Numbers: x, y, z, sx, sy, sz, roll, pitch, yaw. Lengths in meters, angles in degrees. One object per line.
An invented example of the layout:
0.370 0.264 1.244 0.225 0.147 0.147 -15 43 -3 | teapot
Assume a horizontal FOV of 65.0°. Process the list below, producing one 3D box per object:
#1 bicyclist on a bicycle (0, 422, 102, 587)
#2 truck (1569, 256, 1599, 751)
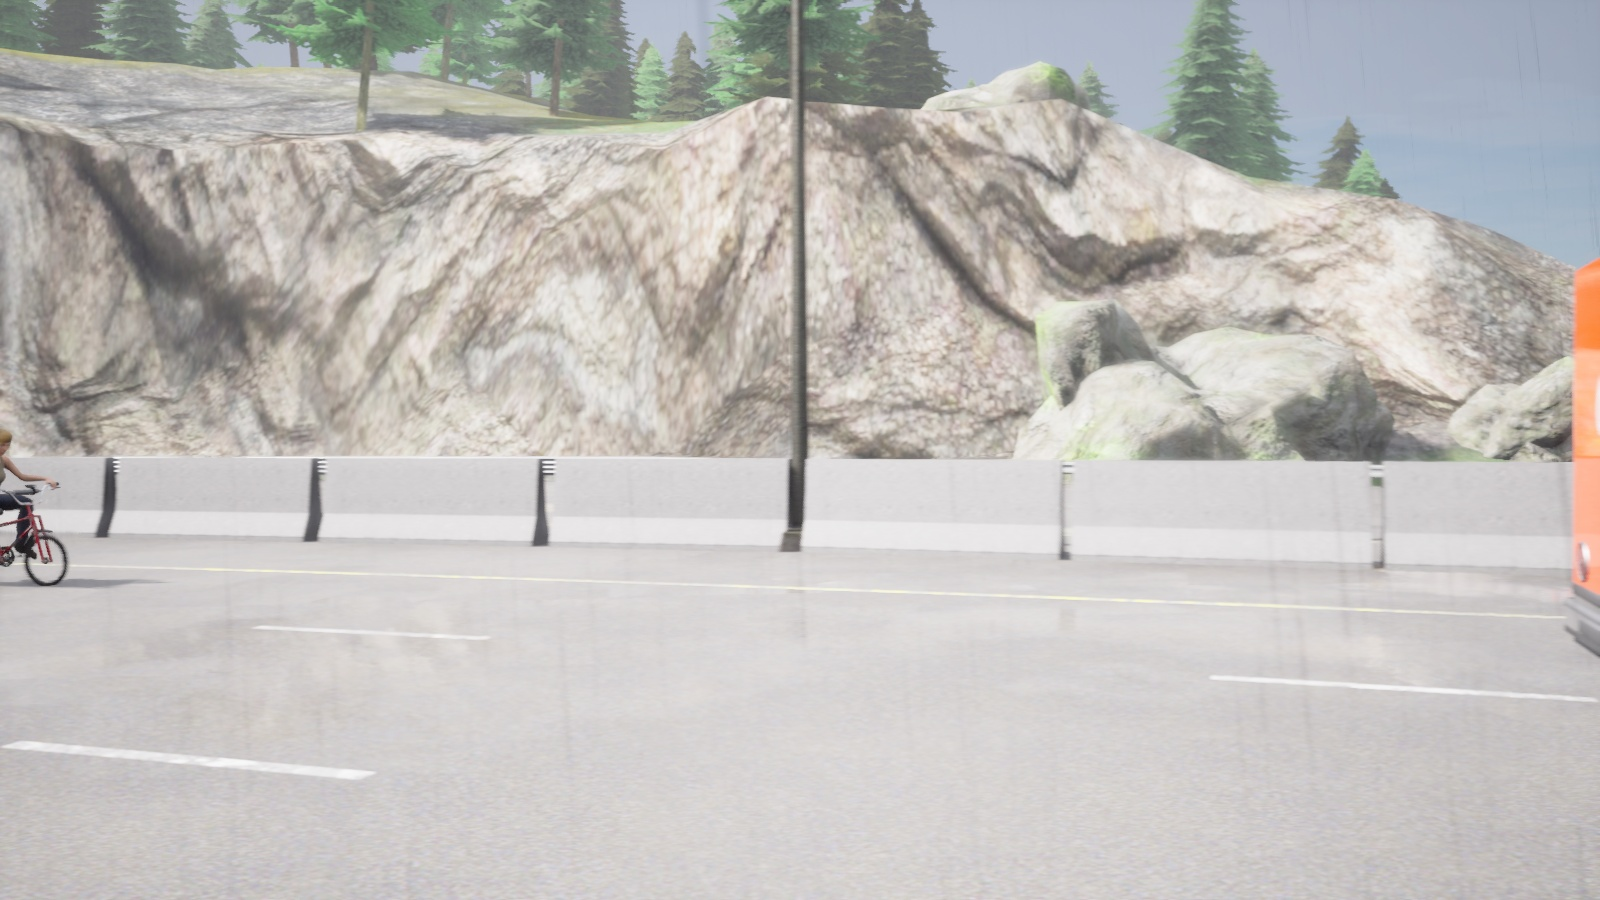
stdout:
-8.121 0.523 12.851 1.509 1.612 0.866 0 1 14 | bicyclist on a bicycle
6.194 0.284 4.734 5.204 2.467 2.627 1 1 21 | truck
